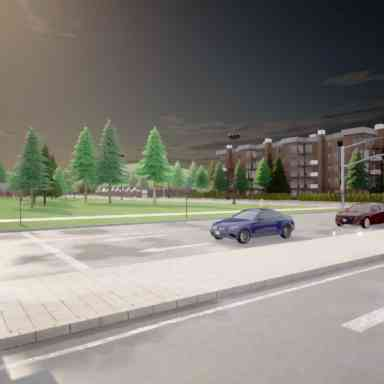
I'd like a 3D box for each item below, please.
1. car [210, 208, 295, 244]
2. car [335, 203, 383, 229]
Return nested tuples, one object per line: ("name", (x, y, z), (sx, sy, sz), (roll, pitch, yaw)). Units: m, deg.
("car", (3.004, 1.526, 15.935), (4.674, 1.442, 1.812), (0, 0, -36))
("car", (11.445, 1.477, 21.925), (5.008, 1.535, 1.882), (0, 0, -35))
